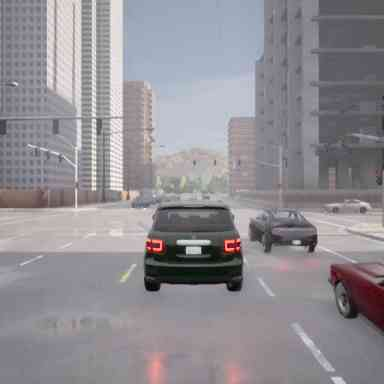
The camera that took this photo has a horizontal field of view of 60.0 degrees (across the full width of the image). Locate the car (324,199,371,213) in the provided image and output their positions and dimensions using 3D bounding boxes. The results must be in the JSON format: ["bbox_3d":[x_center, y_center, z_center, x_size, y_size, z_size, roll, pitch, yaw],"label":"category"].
[{"bbox_3d":[16.561,1.520,35.524,4.674,1.442,1.812,0,0,0],"label":"car"}]

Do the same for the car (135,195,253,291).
[{"bbox_3d":[0.038,1.220,9.107,2.150,2.045,5.566,0,0,0],"label":"car"}]

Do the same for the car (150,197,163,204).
[{"bbox_3d":[-7.059,1.589,66.159,1.895,1.301,4.718,0,0,1],"label":"car"}]

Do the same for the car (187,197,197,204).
[{"bbox_3d":[0.076,1.589,66.515,1.895,1.301,4.718,0,0,1],"label":"car"}]

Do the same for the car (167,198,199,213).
[{"bbox_3d":[-0.944,1.485,39.041,2.128,1.511,4.902,0,0,19],"label":"car"}]

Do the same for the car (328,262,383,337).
[{"bbox_3d":[3.592,1.600,4.429,1.895,1.301,4.718,0,0,0],"label":"car"}]

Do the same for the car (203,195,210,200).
[{"bbox_3d":[3.803,1.485,89.805,1.837,1.490,4.892,0,0,1],"label":"car"}]

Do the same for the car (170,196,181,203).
[{"bbox_3d":[-3.458,1.540,71.325,1.994,1.385,4.181,0,0,1],"label":"car"}]

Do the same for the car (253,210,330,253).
[{"bbox_3d":[3.547,1.489,13.683,2.128,1.511,4.902,0,0,0],"label":"car"}]

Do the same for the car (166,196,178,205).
[{"bbox_3d":[-3.654,1.494,61.561,1.837,1.490,4.892,0,0,1],"label":"car"}]

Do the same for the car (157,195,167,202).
[{"bbox_3d":[-6.886,1.484,76.478,1.837,1.490,4.892,0,0,1],"label":"car"}]

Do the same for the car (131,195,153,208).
[{"bbox_3d":[-7.358,1.344,47.917,2.097,1.767,4.553,0,0,1],"label":"car"}]
